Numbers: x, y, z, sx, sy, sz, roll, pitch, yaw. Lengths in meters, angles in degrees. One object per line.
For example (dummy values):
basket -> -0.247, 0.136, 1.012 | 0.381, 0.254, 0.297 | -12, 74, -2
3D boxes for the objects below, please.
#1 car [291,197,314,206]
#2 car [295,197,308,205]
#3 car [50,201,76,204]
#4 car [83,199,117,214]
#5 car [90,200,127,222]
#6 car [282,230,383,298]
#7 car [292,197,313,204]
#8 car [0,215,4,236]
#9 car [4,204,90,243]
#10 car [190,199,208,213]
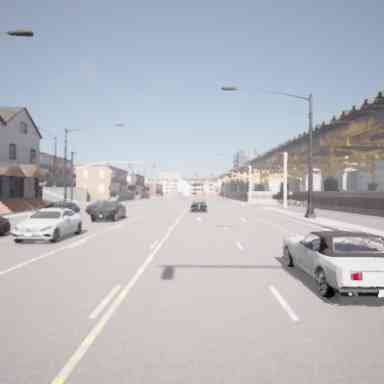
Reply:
car -> 20.644, 1.657, 61.993 | 2.038, 1.542, 4.974 | 0, 0, 45
car -> 20.595, 1.492, 57.344 | 1.853, 1.218, 4.536 | 0, 0, -35
car -> -10.102, 1.488, 25.597 | 1.837, 1.490, 4.892 | 0, 0, 1
car -> -9.851, 1.548, 36.151 | 2.033, 1.411, 5.357 | 0, 0, 2
car -> -6.582, 1.481, 26.672 | 1.882, 1.535, 5.008 | 0, 0, 1
car -> 3.731, 1.632, 8.494 | 1.895, 1.301, 4.718 | 0, 0, 1
car -> 20.682, 1.500, 62.031 | 1.853, 1.218, 4.536 | 0, 0, 45
car -> -10.303, 1.530, 15.365 | 1.994, 1.385, 4.181 | 0, 0, 2
car -> -6.788, 1.512, 16.196 | 1.812, 1.442, 4.674 | 0, 0, 1
car -> 0.802, 1.553, 38.430 | 2.128, 1.511, 4.902 | 0, 0, 2
